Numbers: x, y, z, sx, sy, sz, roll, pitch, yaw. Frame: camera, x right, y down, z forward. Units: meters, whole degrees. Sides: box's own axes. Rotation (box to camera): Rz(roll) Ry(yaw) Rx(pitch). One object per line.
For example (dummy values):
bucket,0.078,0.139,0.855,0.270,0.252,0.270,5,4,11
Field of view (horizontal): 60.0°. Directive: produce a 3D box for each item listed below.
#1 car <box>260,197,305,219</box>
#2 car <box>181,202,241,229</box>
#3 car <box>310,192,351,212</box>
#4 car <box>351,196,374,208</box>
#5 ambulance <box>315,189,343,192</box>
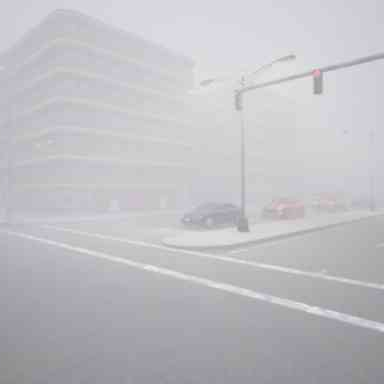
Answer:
car,7.609,1.192,27.766,2.097,1.767,4.553,0,0,43
car,1.375,1.398,21.155,1.837,1.490,4.892,0,0,44
car,14.626,1.136,35.198,2.097,1.767,4.553,0,0,43
car,22.033,1.251,43.010,1.812,1.442,4.674,0,1,43
ambulance,17.472,0.766,43.184,2.351,2.431,6.366,0,0,43
